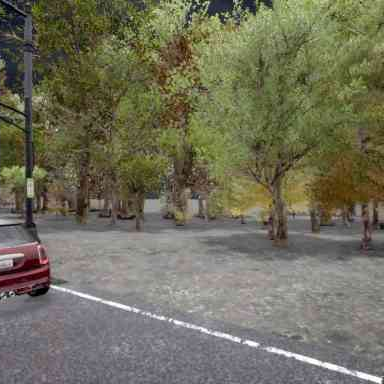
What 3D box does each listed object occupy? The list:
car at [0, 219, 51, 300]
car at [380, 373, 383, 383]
[{"bbox_3d":[-5.196,1.350,7.379,4.553,1.767,2.097,0,1,35],"label":"car"},{"bbox_3d":[3.423,1.496,1.243,4.892,1.490,1.837,0,1,36],"label":"car"}]
